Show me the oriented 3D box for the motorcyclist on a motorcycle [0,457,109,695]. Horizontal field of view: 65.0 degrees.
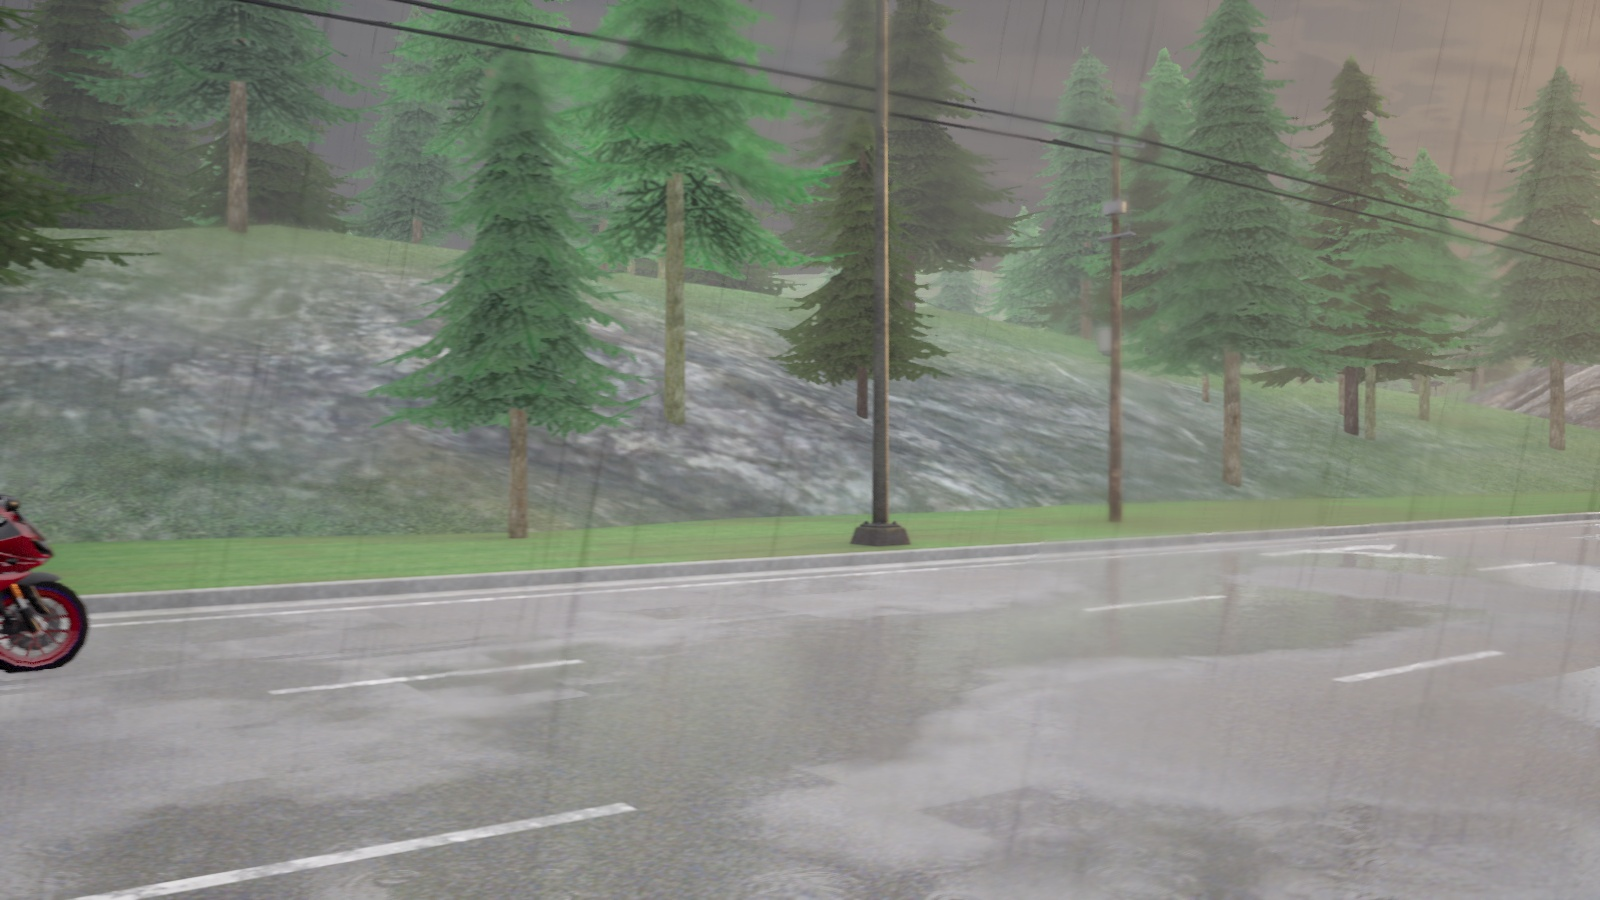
[{"bbox_3d":[-5.788,0.812,8.159,2.191,1.530,0.866,0,0,-35],"label":"motorcyclist on a motorcycle"}]
